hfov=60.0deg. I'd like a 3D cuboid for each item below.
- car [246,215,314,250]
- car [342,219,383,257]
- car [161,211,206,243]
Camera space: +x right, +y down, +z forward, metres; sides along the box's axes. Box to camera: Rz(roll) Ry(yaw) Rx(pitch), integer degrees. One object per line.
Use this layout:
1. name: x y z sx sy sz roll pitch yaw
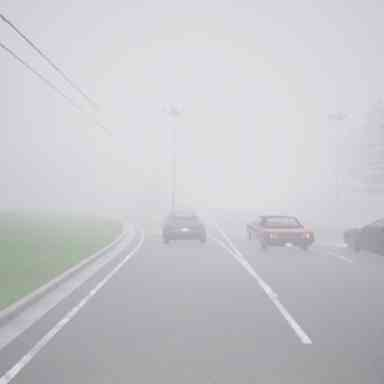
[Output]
1. car: 3.597 1.667 14.518 1.895 1.301 4.718 0 0 0
2. car: 7.095 1.599 11.223 2.033 1.411 5.357 0 0 0
3. car: -0.513 1.639 16.559 1.994 1.385 4.181 0 0 -6
